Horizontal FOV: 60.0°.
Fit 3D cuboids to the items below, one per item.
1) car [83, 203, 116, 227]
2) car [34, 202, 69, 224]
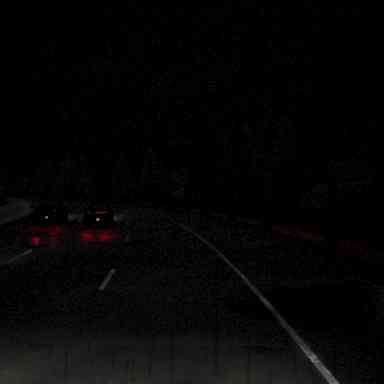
[{"bbox_3d":[-6.303,1.472,22.826,2.128,1.511,4.902,0,0,-12],"label":"car"},{"bbox_3d":[-10.333,1.478,24.637,2.128,1.511,4.902,0,0,-14],"label":"car"}]
